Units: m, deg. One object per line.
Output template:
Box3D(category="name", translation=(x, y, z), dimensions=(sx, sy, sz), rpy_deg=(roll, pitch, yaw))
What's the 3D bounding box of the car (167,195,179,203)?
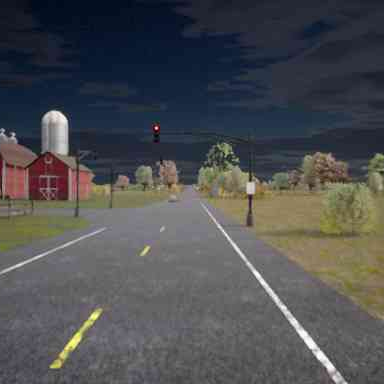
Box3D(category="car", translation=(-3.500, 1.325, 63.080), dimensions=(1.812, 1.442, 4.674), rpy_deg=(0, 1, 0))
